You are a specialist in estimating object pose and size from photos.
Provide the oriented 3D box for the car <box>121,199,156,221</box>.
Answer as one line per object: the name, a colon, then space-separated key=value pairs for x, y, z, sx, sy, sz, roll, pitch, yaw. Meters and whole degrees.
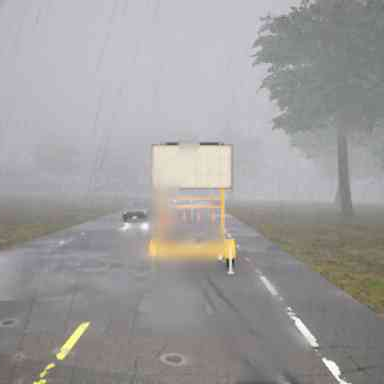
car: x=-3.646 y=1.224 z=23.752 sx=2.033 sy=1.411 sz=5.357 roll=0 pitch=1 yaw=0

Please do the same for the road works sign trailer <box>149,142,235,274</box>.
road works sign trailer: x=0.002 y=0.313 z=9.995 sx=2.380 sy=3.560 sz=2.880 roll=0 pitch=1 yaw=0

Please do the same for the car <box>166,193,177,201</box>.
car: x=-3.988 y=0.857 z=64.846 sx=1.882 sy=1.535 sz=5.008 roll=0 pitch=0 yaw=0
